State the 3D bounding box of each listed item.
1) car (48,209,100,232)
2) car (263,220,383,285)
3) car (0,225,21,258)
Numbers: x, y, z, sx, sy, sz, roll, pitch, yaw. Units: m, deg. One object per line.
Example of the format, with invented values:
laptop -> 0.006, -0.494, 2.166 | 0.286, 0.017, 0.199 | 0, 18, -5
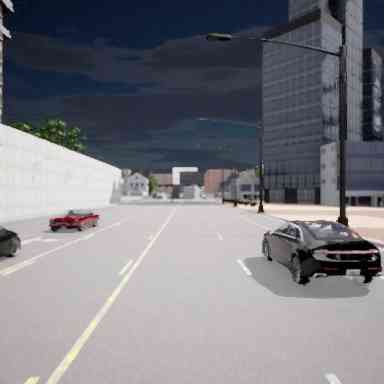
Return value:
car -> -7.428, 1.768, 21.395 | 1.895, 1.301, 4.718 | 0, 0, -1
car -> 3.448, 1.572, 9.740 | 2.128, 1.511, 4.902 | 0, -1, -2
car -> -7.256, 1.653, 10.552 | 1.994, 1.385, 4.181 | 0, 0, -1
